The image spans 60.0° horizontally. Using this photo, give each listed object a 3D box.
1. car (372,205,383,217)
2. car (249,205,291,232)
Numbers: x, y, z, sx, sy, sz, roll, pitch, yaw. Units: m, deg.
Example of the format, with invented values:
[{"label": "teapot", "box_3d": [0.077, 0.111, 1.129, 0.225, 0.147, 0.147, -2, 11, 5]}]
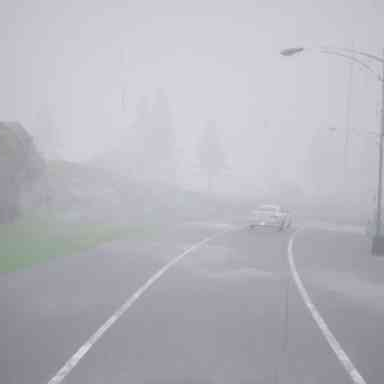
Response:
[{"label": "car", "box_3d": [25.614, 2.519, 43.264, 4.553, 1.767, 2.097, 4, 0, -30]}, {"label": "car", "box_3d": [4.715, 1.485, 19.812, 1.812, 1.442, 4.674, 2, 0, 24]}]
